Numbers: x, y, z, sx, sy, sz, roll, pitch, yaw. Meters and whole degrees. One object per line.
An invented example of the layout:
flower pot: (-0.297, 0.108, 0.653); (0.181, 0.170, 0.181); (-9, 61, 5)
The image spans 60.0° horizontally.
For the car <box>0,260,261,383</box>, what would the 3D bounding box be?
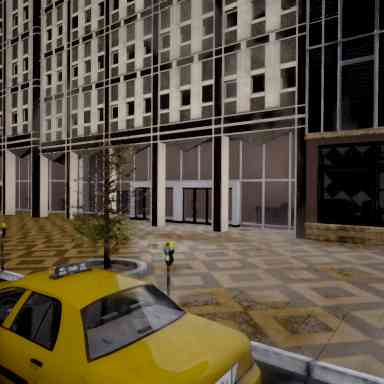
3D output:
car: (-1.621, 1.524, 4.051); (4.829, 1.417, 1.752); (0, 1, 36)
